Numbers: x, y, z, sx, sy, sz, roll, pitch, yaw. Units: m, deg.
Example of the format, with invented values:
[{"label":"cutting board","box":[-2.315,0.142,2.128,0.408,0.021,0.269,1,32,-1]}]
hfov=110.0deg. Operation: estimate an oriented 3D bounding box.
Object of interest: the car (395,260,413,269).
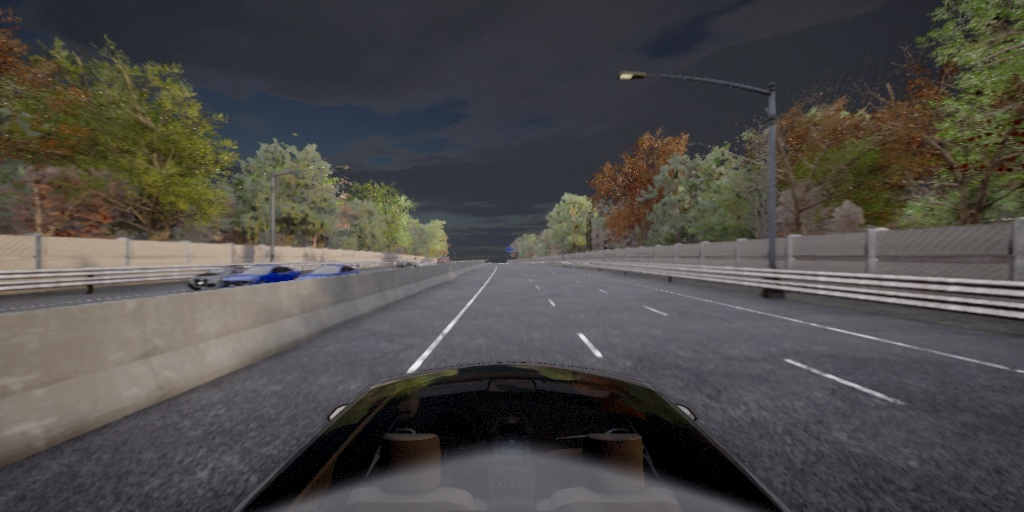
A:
[{"label":"car","box":[-18.491,1.447,61.817,2.033,1.411,5.357,0,-1,-2]}]

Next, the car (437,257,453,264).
[{"label":"car","box":[-11.497,1.125,62.033,2.150,2.045,5.566,0,-1,-1]}]

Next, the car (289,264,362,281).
[{"label":"car","box":[-10.689,1.248,21.391,1.882,1.535,5.008,0,0,0]}]

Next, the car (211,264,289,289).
[{"label":"car","box":[-14.186,1.252,20.634,1.882,1.535,5.008,0,0,0]}]

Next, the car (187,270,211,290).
[{"label":"car","box":[-17.703,1.344,22.377,1.994,1.385,4.181,0,0,-1]}]

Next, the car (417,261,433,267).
[{"label":"car","box":[-14.995,1.498,61.920,1.895,1.301,4.718,0,-1,-1]}]
